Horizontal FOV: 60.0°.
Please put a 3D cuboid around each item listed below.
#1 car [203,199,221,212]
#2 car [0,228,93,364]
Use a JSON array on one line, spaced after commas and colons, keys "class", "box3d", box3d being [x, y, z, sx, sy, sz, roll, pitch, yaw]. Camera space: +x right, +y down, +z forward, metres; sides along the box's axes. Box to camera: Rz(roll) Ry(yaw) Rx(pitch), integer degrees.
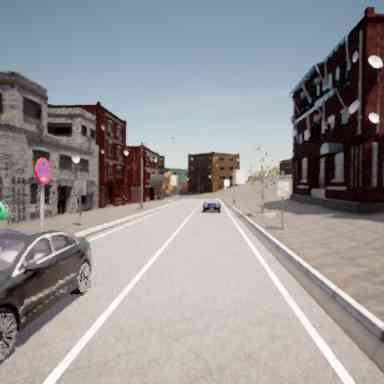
[{"class": "car", "box3d": [2.137, 1.417, 35.965, 1.895, 1.301, 4.718, 0, 0, 4]}, {"class": "car", "box3d": [-3.257, 1.444, 5.760, 2.128, 1.511, 4.902, 0, 0, 2]}]
